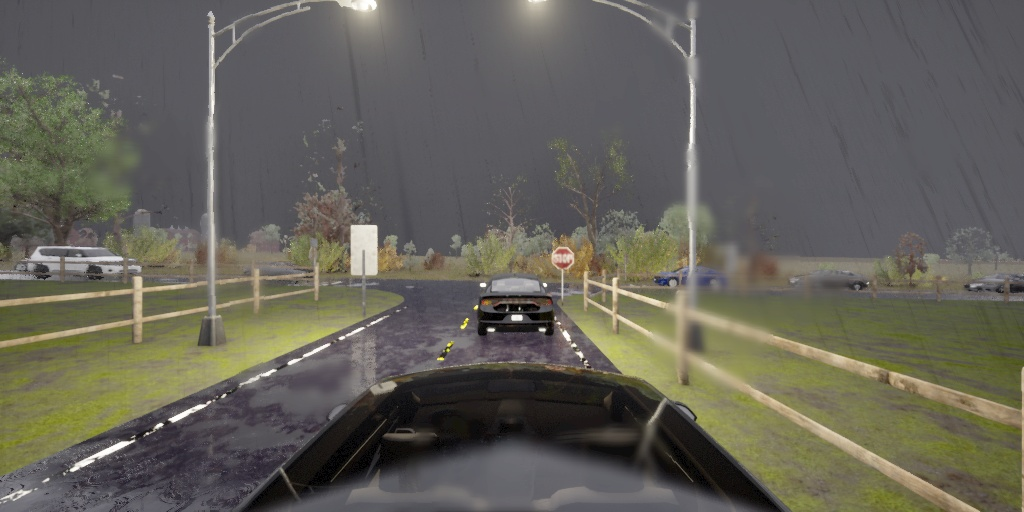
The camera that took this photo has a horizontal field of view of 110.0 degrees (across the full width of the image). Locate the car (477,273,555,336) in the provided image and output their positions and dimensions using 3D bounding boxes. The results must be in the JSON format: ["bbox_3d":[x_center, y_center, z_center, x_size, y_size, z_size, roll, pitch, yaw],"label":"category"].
[{"bbox_3d":[0.062,1.226,10.470,1.882,1.535,5.008,0,0,-1],"label":"car"}]

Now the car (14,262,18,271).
[{"bbox_3d":[-33.058,0.532,26.136,4.902,1.511,2.128,1,1,0],"label":"car"}]

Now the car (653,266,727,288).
[{"bbox_3d":[12.891,1.510,26.101,5.008,1.535,1.882,1,1,-1],"label":"car"}]

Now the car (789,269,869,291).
[{"bbox_3d":[23.038,1.740,26.134,4.902,1.511,2.128,1,1,0],"label":"car"}]

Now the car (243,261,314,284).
[{"bbox_3d":[-14.847,1.037,23.191,4.181,1.385,1.994,1,1,1],"label":"car"}]

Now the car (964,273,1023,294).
[{"bbox_3d":[36.106,2.017,26.119,4.902,1.511,2.128,1,1,0],"label":"car"}]

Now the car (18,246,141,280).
[{"bbox_3d":[-27.505,0.422,23.183,5.566,2.045,2.150,1,1,0],"label":"car"}]
